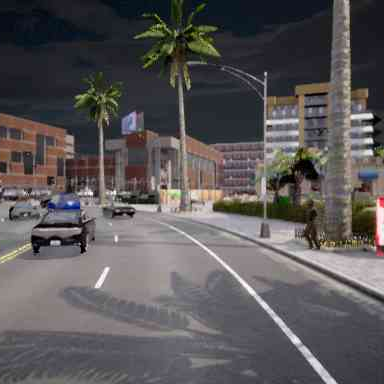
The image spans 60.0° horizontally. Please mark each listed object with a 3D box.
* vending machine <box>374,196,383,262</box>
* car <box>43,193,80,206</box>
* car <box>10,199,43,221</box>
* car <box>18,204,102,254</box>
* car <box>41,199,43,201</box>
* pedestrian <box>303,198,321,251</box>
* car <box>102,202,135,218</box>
[{"bbox_3d":[6.625,1.177,10.663,1.100,2.100,0.880,0,0,-8],"label":"vending machine"},{"bbox_3d":[-12.373,1.169,31.973,2.150,2.045,5.566,0,0,-34],"label":"car"},{"bbox_3d":[-13.431,1.520,26.596,1.994,1.385,4.181,0,0,-30],"label":"car"},{"bbox_3d":[-5.024,1.469,13.447,2.128,1.511,4.902,0,0,-11],"label":"car"},{"bbox_3d":[-17.567,1.151,43.372,5.566,2.045,2.150,0,0,38],"label":"car"},{"bbox_3d":[4.187,1.121,11.636,0.375,1.860,0.375,0,0,-9],"label":"pedestrian"},{"bbox_3d":[-6.572,1.552,29.183,1.895,1.301,4.718,0,0,-28],"label":"car"}]
